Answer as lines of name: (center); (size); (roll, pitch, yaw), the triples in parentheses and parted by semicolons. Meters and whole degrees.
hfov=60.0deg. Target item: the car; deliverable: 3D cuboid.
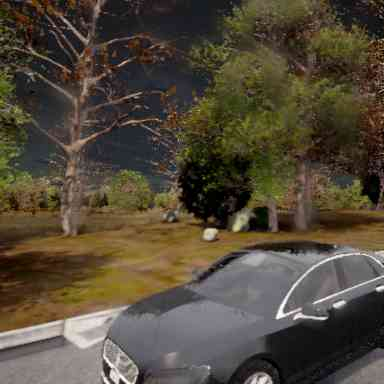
car: (1.242, 1.504, 4.571); (4.892, 1.490, 1.837); (0, 0, -36)
